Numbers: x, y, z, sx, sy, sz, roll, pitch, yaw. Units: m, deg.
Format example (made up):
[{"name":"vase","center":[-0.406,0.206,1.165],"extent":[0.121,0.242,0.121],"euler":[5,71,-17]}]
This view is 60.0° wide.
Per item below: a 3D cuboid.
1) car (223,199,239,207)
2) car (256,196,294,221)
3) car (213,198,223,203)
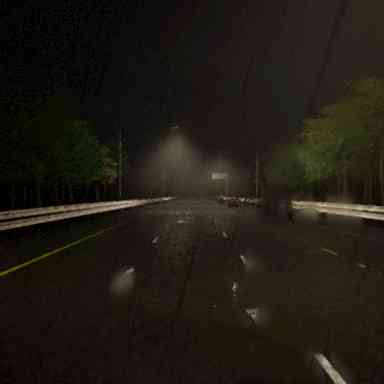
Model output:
[{"name":"car","center":[7.168,1.952,58.994],"extent":[2.033,1.411,5.357],"euler":[0,-1,0]},{"name":"car","center":[7.034,1.355,28.687],"extent":[2.150,2.045,5.566],"euler":[0,0,0]},{"name":"car","center":[7.374,2.205,86.147],"extent":[2.033,1.411,5.357],"euler":[0,-1,1]}]
